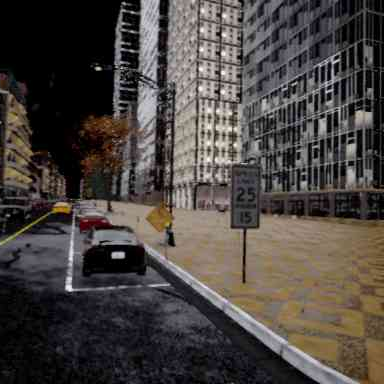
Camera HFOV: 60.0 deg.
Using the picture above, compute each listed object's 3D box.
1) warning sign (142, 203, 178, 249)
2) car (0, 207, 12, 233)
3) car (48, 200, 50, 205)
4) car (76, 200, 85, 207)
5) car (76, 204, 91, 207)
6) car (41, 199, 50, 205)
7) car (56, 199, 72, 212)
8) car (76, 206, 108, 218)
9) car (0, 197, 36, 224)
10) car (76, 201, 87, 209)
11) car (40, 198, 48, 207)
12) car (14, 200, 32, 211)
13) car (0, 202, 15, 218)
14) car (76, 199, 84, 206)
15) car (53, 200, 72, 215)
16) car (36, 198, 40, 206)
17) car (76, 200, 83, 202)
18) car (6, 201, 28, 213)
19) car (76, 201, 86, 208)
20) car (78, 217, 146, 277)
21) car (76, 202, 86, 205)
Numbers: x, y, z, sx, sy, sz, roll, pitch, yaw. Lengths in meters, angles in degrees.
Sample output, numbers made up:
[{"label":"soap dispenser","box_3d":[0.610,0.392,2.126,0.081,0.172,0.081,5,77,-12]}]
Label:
[{"label":"warning sign","box_3d":[-1.368,1.400,14.250,1.300,1.860,1.060,1,-2,-19]},{"label":"car","box_3d":[-11.174,1.678,17.543,1.895,1.301,4.718,2,-2,-19]},{"label":"car","box_3d":[-34.475,2.437,76.227,1.887,1.381,4.507,3,-2,-19]},{"label":"car","box_3d":[-26.565,2.638,78.995,1.967,1.590,4.097,3,-2,-19]},{"label":"car","box_3d":[-8.147,1.944,26.437,2.008,1.369,4.403,3,-2,-19]},{"label":"car","box_3d":[-38.160,2.622,86.738,1.947,1.339,4.313,3,-2,-19]},{"label":"car","box_3d":[-19.337,2.030,50.522,2.097,1.767,4.553,2,-2,-20]},{"label":"car","box_3d":[-6.305,1.859,21.181,1.887,1.381,4.507,3,-2,-19]},{"label":"car","box_3d":[-14.541,1.445,27.220,2.150,2.045,5.566,2,-2,-19]},{"label":"car","box_3d":[-21.043,2.506,63.227,2.008,1.369,4.403,3,-2,-19]},{"label":"car","box_3d":[-32.622,2.127,70.979,2.192,1.841,5.009,3,-2,-19]},{"label":"car","box_3d":[-25.206,2.011,49.790,1.752,1.417,4.829,3,-2,-19]},{"label":"car","box_3d":[-19.737,1.798,34.183,2.008,1.369,4.403,3,-2,-19]},{"label":"car","box_3d":[-30.250,2.801,89.507,1.967,1.590,4.097,3,-2,-19]},{"label":"car","box_3d":[-15.983,2.009,40.921,1.882,1.535,5.008,2,-2,-19]},{"label":"car","box_3d":[-27.095,1.884,55.213,2.192,1.841,5.009,3,-2,-19]},{"label":"car","box_3d":[-15.572,2.241,47.621,1.752,1.417,4.829,3,-2,-19]},{"label":"car","box_3d":[-23.422,1.973,44.694,1.947,1.339,4.313,3,-2,-19]},{"label":"car","box_3d":[-22.885,2.587,68.481,2.008,1.369,4.403,3,-2,-19]},{"label":"car","box_3d":[-2.622,1.723,10.671,1.947,1.339,4.313,3,-2,-19]},{"label":"car","box_3d":[-11.832,2.103,36.948,2.008,1.369,4.403,3,-2,-19]}]
